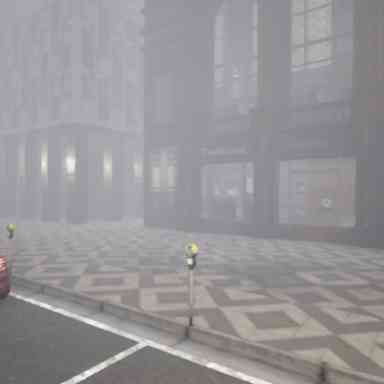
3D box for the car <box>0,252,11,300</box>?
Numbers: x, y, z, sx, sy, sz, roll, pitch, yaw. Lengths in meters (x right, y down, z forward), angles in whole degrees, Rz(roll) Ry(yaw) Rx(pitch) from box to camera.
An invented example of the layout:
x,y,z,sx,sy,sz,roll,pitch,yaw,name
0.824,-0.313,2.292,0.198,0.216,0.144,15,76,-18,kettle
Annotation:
x,y,z,sx,sy,sz,roll,pitch,yaw,name
-5.655,1.429,7.000,4.097,1.590,1.967,0,0,36,car
